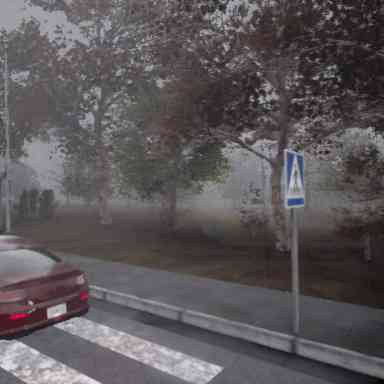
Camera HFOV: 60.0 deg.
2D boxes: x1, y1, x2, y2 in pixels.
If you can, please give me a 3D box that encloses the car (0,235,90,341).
[{"bbox_3d":[-3.803,1.535,6.092,4.674,1.442,1.812,0,0,36],"label":"car"}]
